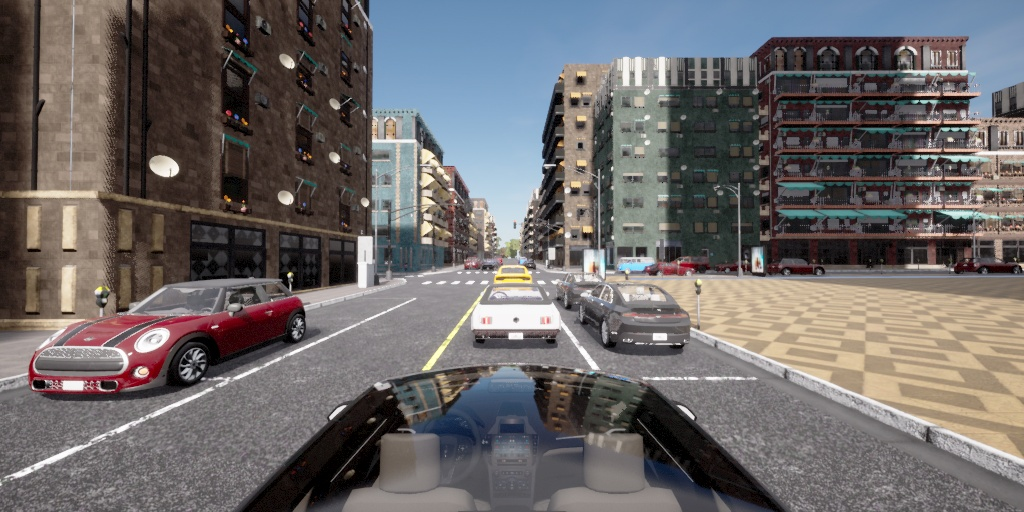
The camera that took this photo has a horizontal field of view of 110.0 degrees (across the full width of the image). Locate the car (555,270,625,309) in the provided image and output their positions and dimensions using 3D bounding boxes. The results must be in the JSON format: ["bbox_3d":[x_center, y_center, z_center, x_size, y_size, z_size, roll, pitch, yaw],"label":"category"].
[{"bbox_3d":[2.791,1.304,14.572,2.007,1.370,4.403,0,0,0],"label":"car"}]

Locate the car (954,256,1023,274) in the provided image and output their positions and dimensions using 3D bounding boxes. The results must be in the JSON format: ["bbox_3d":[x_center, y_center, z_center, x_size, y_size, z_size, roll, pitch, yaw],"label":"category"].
[{"bbox_3d":[41.277,0.812,31.089,4.097,1.591,1.967,0,0,0],"label":"car"}]

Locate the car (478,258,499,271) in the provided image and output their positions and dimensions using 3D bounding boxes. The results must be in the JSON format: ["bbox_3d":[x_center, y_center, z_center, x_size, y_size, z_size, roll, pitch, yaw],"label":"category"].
[{"bbox_3d":[-3.228,1.368,50.455,1.895,1.301,4.718,0,0,1],"label":"car"}]

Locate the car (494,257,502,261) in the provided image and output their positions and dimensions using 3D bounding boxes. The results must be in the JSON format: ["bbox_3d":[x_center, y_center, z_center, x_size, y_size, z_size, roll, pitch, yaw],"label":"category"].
[{"bbox_3d":[-3.218,1.319,60.148,2.033,1.411,5.357,0,0,0],"label":"car"}]

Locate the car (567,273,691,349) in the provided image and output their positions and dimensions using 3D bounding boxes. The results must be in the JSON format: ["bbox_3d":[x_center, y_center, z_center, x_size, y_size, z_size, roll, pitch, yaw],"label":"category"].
[{"bbox_3d":[2.804,1.303,9.002,2.007,1.370,4.403,0,0,0],"label":"car"}]

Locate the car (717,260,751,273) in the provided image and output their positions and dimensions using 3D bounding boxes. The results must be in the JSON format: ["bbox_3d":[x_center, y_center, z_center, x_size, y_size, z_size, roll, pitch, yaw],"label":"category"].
[{"bbox_3d":[24.739,1.165,39.550,4.507,1.381,1.888,0,0,0],"label":"car"}]

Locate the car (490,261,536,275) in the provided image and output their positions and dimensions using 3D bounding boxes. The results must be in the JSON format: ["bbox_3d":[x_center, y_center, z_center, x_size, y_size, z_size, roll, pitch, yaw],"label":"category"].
[{"bbox_3d":[0.053,1.233,19.038,1.882,1.535,5.008,0,0,0],"label":"car"}]

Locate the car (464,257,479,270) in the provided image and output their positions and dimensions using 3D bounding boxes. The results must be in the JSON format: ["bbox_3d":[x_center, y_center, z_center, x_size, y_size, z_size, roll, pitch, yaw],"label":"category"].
[{"bbox_3d":[-5.807,1.083,52.785,2.192,1.841,5.009,0,0,0],"label":"car"}]

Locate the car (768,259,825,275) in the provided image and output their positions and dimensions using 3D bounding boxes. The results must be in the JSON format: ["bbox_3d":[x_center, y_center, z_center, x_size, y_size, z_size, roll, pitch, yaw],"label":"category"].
[{"bbox_3d":[24.696,0.936,31.170,4.097,1.591,1.967,0,0,0],"label":"car"}]

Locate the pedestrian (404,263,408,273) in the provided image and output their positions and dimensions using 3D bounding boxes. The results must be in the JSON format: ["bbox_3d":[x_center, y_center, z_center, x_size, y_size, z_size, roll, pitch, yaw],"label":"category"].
[{"bbox_3d":[-12.623,1.097,42.694,0.375,1.860,0.375,0,0,0],"label":"pedestrian"}]

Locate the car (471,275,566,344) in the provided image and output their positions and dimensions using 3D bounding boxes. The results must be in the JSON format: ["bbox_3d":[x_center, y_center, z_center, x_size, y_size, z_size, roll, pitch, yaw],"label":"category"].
[{"bbox_3d":[0.081,1.353,9.585,1.895,1.301,4.718,0,0,0],"label":"car"}]

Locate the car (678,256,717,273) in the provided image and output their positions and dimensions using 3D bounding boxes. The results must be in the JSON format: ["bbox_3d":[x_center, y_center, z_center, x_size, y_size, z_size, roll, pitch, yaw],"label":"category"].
[{"bbox_3d":[19.211,0.977,39.577,5.009,1.841,2.192,0,0,0],"label":"car"}]

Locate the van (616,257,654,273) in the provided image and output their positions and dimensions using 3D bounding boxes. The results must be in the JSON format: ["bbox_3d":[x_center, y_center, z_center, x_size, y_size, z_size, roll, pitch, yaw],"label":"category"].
[{"bbox_3d":[13.683,1.046,39.604,3.998,1.789,1.690,0,0,0],"label":"van"}]

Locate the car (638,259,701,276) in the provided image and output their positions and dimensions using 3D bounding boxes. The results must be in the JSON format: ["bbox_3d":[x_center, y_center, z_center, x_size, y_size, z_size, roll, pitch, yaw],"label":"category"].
[{"bbox_3d":[13.640,1.163,31.224,4.207,1.307,1.802,0,0,0],"label":"car"}]

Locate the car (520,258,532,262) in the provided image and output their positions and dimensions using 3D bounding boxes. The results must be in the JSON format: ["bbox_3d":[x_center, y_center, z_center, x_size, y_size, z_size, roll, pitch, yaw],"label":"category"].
[{"bbox_3d":[2.574,1.334,52.764,1.948,1.339,4.313,0,0,0],"label":"car"}]

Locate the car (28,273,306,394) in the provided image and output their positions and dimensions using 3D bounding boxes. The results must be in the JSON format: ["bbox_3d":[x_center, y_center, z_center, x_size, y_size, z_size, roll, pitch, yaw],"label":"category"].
[{"bbox_3d":[-5.830,1.191,6.747,1.967,1.591,4.097,0,0,0],"label":"car"}]
